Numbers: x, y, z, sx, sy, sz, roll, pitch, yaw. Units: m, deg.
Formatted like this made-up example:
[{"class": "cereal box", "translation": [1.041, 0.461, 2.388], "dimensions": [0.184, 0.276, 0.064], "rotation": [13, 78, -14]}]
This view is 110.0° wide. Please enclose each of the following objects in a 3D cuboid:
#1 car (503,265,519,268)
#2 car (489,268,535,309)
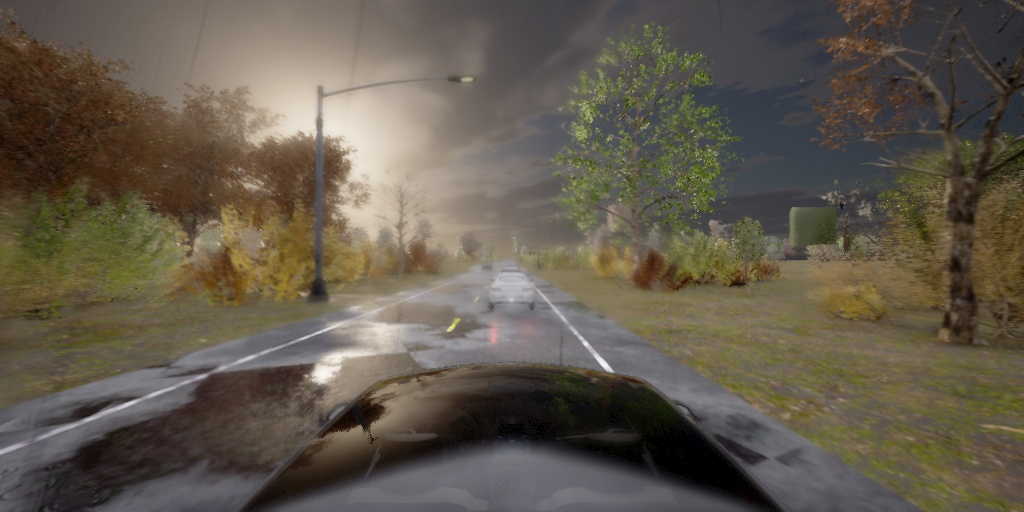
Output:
[{"class": "car", "translation": [-0.068, 1.545, 31.085], "dimensions": [1.882, 1.535, 5.008], "rotation": [0, 0, 0]}, {"class": "car", "translation": [0.001, 1.427, 15.742], "dimensions": [1.812, 1.442, 4.674], "rotation": [0, 0, 0]}]
